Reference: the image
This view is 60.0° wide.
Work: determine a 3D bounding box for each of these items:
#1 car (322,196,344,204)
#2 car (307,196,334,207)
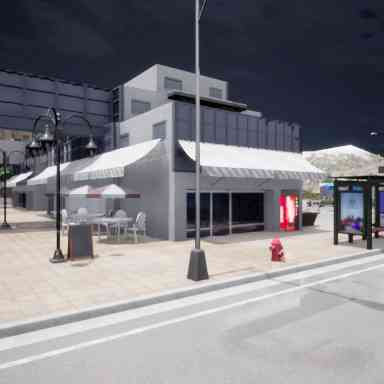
[{"bbox_3d":[28.404,1.489,66.928,4.514,1.523,2.007,0,0,-36],"label":"car"},{"bbox_3d":[19.131,1.345,48.810,5.027,1.636,2.152,0,0,-36],"label":"car"}]
